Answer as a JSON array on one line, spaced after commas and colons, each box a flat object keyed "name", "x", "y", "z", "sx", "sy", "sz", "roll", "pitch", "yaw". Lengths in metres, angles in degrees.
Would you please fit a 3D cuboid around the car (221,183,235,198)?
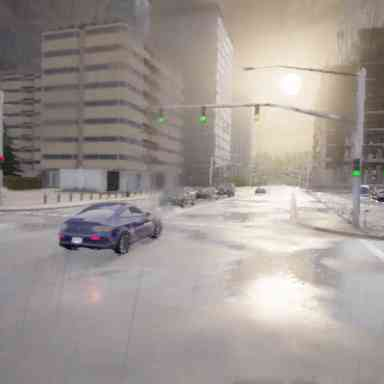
[{"name": "car", "x": 5.009, "y": -0.316, "z": 49.057, "sx": 2.150, "sy": 2.045, "sz": 5.566, "roll": 2, "pitch": 2, "yaw": 17}]

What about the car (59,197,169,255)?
[{"name": "car", "x": -2.501, "y": 1.069, "z": 11.145, "sx": 1.812, "sy": 1.442, "sz": 4.674, "roll": 2, "pitch": 2, "yaw": 14}]

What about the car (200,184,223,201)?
[{"name": "car", "x": 1.876, "y": 0.198, "z": 38.961, "sx": 1.882, "sy": 1.535, "sz": 5.008, "roll": 2, "pitch": 2, "yaw": 17}]

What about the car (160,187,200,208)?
[{"name": "car", "x": -1.170, "y": 0.330, "z": 28.964, "sx": 2.097, "sy": 1.767, "sz": 4.553, "roll": 2, "pitch": 2, "yaw": 17}]

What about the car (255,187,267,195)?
[{"name": "car", "x": 13.315, "y": -0.269, "z": 64.255, "sx": 1.994, "sy": 1.385, "sz": 4.181, "roll": 2, "pitch": 2, "yaw": 17}]
